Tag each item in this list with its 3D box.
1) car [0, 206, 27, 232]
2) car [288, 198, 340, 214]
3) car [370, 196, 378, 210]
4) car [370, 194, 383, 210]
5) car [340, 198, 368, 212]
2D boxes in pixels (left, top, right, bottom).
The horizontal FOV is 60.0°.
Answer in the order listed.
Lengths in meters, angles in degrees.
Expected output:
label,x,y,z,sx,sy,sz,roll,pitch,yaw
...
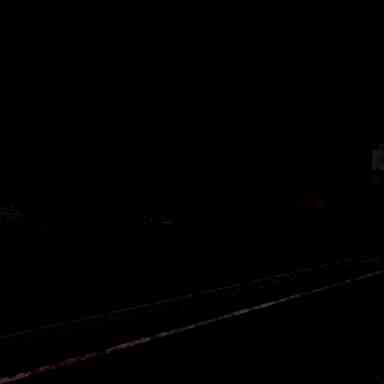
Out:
label,x,y,z,sx,sy,sz,roll,pitch,yaw
car,-10.665,1.491,18.920,2.002,1.452,4.674,0,0,-35
car,12.551,1.441,35.426,2.097,1.535,5.008,0,0,-35
car,19.355,1.513,40.275,2.002,1.452,4.674,0,0,-35
car,23.911,1.385,43.479,2.185,1.767,4.553,1,0,-35
car,17.083,1.458,38.662,2.097,1.535,5.008,0,0,-35
